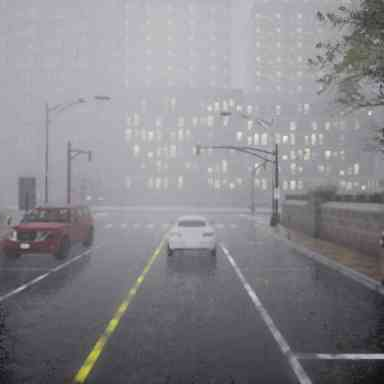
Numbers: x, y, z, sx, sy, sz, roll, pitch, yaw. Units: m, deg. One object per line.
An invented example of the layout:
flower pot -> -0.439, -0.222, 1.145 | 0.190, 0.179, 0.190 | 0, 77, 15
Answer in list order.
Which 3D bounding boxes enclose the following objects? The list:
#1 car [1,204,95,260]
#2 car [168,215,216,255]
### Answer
car -> -5.393, 1.451, 13.254 | 2.192, 1.841, 5.009 | 0, -1, 0
car -> 0.009, 1.667, 13.894 | 1.812, 1.442, 4.674 | 0, 0, 0
